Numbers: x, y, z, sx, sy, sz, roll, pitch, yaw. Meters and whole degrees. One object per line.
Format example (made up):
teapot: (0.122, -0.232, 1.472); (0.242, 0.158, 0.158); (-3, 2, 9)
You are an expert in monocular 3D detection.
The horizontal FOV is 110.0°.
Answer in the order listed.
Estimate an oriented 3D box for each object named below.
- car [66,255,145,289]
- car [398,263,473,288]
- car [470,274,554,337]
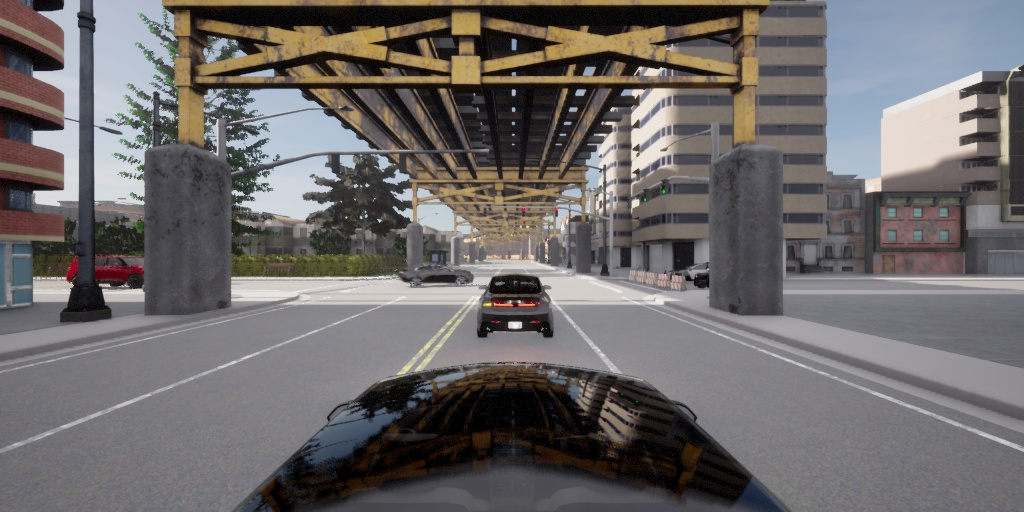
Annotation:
car: (-24.127, 0.971, 22.352); (5.566, 2.045, 2.150); (0, 0, 0)
car: (-5.037, 1.241, 23.822); (4.902, 1.511, 2.128); (0, 0, -20)
car: (0.089, 1.255, 10.211); (1.837, 1.490, 4.892); (0, 0, 0)
